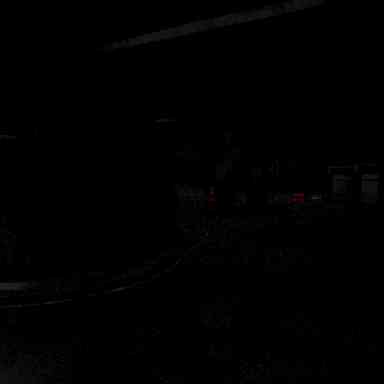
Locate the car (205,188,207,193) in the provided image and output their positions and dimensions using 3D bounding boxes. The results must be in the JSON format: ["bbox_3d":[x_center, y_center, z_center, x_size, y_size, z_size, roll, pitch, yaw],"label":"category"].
[{"bbox_3d":[5.004,-0.342,65.561,5.027,1.636,2.152,2,2,35],"label":"car"}]

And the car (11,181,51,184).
[{"bbox_3d":[-17.150,-0.169,35.198,3.866,1.878,1.905,2,2,35],"label":"car"}]

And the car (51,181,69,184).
[{"bbox_3d":[-26.660,-1.247,65.454,3.866,1.878,1.905,2,2,35],"label":"car"}]

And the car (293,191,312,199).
[{"bbox_3d":[18.866,0.478,56.540,1.895,1.301,4.718,2,2,36],"label":"car"}]

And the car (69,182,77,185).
[{"bbox_3d":[-25.319,-1.274,68.064,4.605,1.855,1.932,2,2,35],"label":"car"}]

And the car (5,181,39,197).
[{"bbox_3d":[-21.674,-0.453,42.420,4.605,1.855,1.932,2,2,35],"label":"car"}]
